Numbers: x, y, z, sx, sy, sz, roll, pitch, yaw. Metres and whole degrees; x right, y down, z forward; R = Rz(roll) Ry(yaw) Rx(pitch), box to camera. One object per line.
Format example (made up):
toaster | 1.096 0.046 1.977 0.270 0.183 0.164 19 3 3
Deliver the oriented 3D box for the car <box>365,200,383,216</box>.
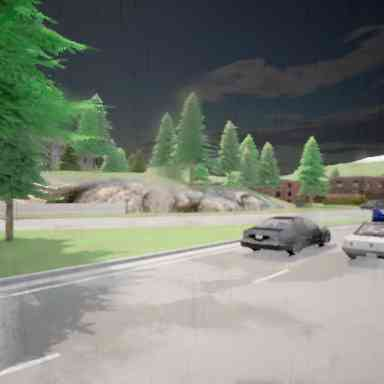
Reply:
car | 15.786 1.580 25.181 5.566 2.045 2.150 0 -1 -36

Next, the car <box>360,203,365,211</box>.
car | 28.800 2.084 53.159 4.553 1.767 2.097 1 -1 -35

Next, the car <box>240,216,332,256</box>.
car | 4.151 1.731 14.106 2.033 1.411 5.357 0 -1 42

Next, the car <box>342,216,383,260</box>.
car | 7.263 1.774 12.320 1.895 1.301 4.718 0 -1 42
